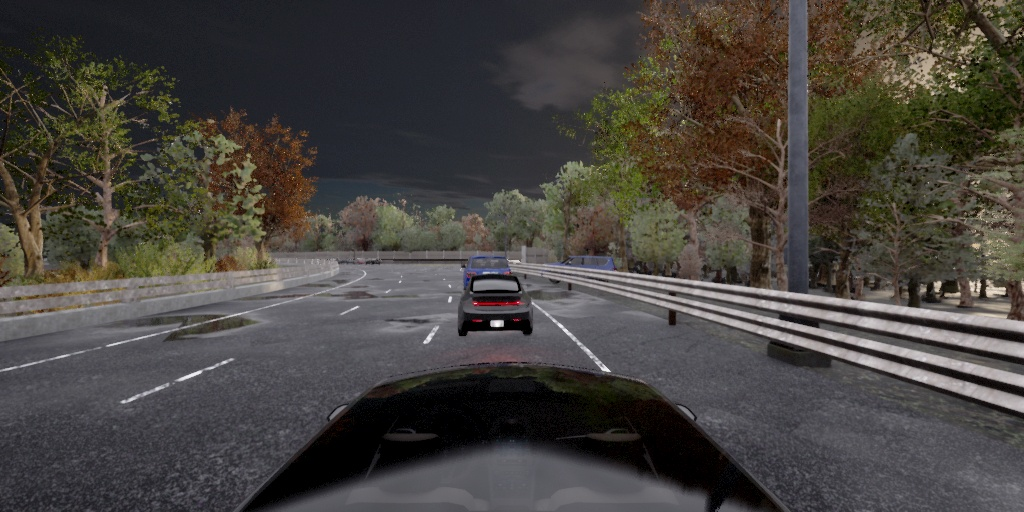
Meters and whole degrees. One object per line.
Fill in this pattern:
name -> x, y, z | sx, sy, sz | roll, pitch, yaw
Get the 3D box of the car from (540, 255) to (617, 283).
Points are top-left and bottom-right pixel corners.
car -> 4.837, 0.969, 26.166 | 5.566, 2.045, 2.150 | 3, 1, 0

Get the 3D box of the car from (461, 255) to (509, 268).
car -> -1.314, 0.968, 17.850 | 2.150, 2.045, 5.566 | 0, 0, -8

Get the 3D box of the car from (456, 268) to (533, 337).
car -> -0.545, 1.253, 10.372 | 1.837, 1.490, 4.892 | 0, 0, -5
